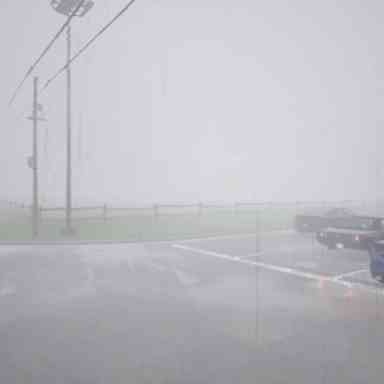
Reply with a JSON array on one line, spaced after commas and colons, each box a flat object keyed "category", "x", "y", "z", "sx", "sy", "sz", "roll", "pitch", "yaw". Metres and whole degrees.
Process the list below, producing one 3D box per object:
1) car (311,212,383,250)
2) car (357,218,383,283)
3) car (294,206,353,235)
[{"category": "car", "x": 7.039, "y": 1.604, "z": 13.063, "sx": 4.718, "sy": 1.301, "sz": 1.895, "roll": 0, "pitch": 0, "yaw": -35}, {"category": "car", "x": 6.424, "y": 1.480, "z": 8.326, "sx": 5.008, "sy": 1.535, "sz": 1.882, "roll": 0, "pitch": 0, "yaw": -35}, {"category": "car", "x": 7.548, "y": 1.481, "z": 17.723, "sx": 5.008, "sy": 1.535, "sz": 1.882, "roll": 0, "pitch": 0, "yaw": -35}]
